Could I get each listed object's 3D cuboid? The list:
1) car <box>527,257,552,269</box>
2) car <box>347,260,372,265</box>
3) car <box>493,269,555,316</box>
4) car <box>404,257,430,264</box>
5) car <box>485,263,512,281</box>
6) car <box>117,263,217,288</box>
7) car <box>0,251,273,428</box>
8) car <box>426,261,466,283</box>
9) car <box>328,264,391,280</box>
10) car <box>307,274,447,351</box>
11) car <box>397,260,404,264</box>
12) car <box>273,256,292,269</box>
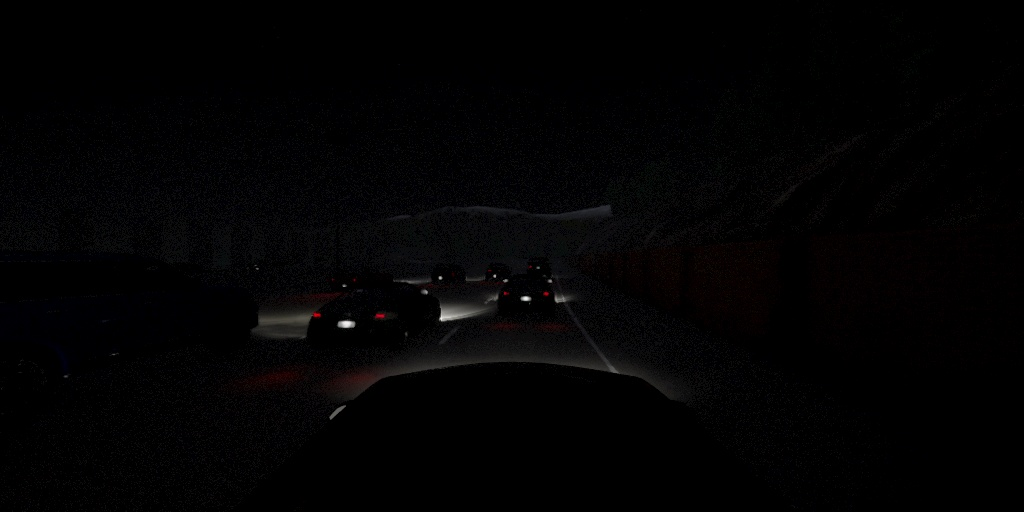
[{"bbox_3d":[2.604,1.122,33.978,2.150,2.045,5.566,0,0,7],"label":"car"},{"bbox_3d":[-23.116,1.344,54.550,2.128,1.511,4.902,0,0,8],"label":"car"},{"bbox_3d":[0.600,1.368,13.674,1.994,1.385,4.181,0,0,4],"label":"car"},{"bbox_3d":[-15.372,1.136,59.579,2.150,2.045,5.566,0,0,8],"label":"car"},{"bbox_3d":[-1.145,1.377,31.959,1.837,1.490,4.892,0,0,6],"label":"car"},{"bbox_3d":[-23.228,1.233,24.489,1.837,1.490,4.892,0,-1,6],"label":"car"},{"bbox_3d":[-6.851,0.955,5.716,2.150,2.045,5.566,0,0,1],"label":"car"},{"bbox_3d":[-5.008,1.344,28.806,1.837,1.490,4.892,0,0,6],"label":"car"},{"bbox_3d":[-9.193,1.390,22.311,1.895,1.301,4.718,0,0,6],"label":"car"},{"bbox_3d":[-3.187,1.329,9.094,1.994,1.385,4.181,0,0,2],"label":"car"},{"bbox_3d":[-18.469,1.380,62.509,1.812,1.442,4.674,0,0,7],"label":"car"},{"bbox_3d":[-28.338,0.997,41.731,2.150,2.045,5.566,0,-1,7],"label":"car"}]
